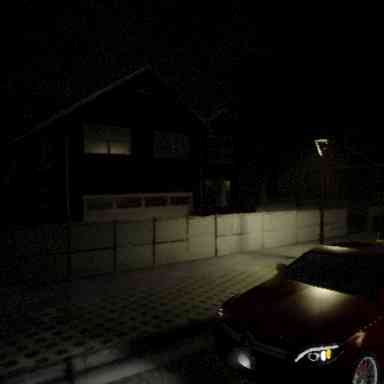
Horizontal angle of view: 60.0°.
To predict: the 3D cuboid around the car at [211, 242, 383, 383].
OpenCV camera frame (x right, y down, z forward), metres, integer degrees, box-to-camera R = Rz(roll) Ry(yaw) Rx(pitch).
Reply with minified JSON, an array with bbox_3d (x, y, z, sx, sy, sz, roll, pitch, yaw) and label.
[{"bbox_3d":[2.417,1.541,4.965,4.674,1.442,1.812,0,0,-37],"label":"car"}]
